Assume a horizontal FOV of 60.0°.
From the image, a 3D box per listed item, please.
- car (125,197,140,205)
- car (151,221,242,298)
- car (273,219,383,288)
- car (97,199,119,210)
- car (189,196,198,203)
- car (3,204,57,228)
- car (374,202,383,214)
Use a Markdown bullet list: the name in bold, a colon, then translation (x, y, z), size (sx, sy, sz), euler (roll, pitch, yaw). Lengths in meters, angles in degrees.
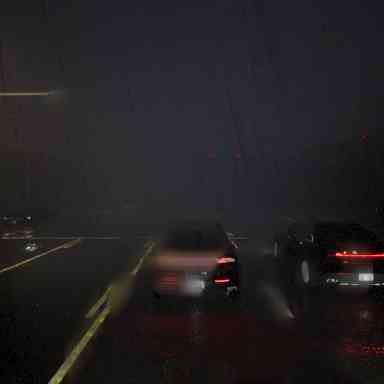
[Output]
- **car**: translation (-10.427, 1.601, 58.525), size (1.895, 1.301, 4.718), euler (0, 0, 0)
- **car**: translation (0.097, 1.492, 8.498), size (2.128, 1.511, 4.902), euler (0, 0, 0)
- **car**: translation (3.602, 1.505, 9.261), size (1.837, 1.490, 4.892), euler (0, 0, 1)
- **car**: translation (-10.493, 1.564, 41.770), size (1.994, 1.385, 4.181), euler (0, 0, 0)
- **car**: translation (0.270, 1.491, 66.878), size (2.128, 1.511, 4.902), euler (0, 0, 0)
- **car**: translation (-10.546, 1.525, 22.100), size (1.812, 1.442, 4.674), euler (0, 0, 0)
- **car**: translation (18.114, 1.061, 28.293), size (4.902, 1.511, 2.128), euler (-5, 0, 0)
